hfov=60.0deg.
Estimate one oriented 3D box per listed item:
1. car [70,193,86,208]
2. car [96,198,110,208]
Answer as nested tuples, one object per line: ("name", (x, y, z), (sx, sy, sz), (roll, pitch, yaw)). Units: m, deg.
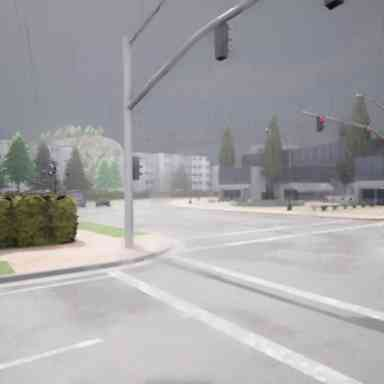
("car", (-15.888, 1.110, 45.774), (2.150, 2.045, 5.566), (-1, 1, -13))
("car", (-12.436, 1.465, 46.487), (1.895, 1.301, 4.718), (0, 0, -13))
